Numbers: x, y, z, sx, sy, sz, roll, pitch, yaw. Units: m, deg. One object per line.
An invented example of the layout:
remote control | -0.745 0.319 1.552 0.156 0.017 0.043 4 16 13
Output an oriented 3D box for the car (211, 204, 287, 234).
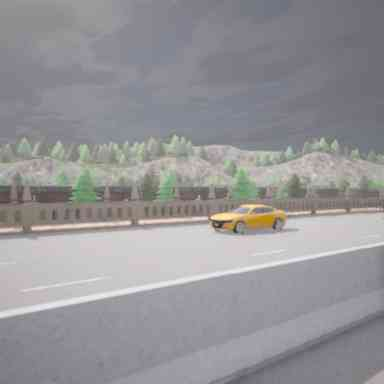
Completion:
car | 3.341 1.477 19.248 5.008 1.535 1.882 0 0 -35
